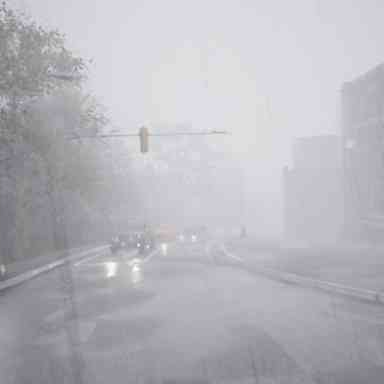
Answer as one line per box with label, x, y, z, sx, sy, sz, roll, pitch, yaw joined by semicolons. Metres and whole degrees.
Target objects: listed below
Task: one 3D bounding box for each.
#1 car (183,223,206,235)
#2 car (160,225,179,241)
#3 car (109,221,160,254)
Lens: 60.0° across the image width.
car;0.376;4.804;43.862;1.882;1.535;5.008;-1;-4;21
car;-2.699;4.071;33.432;1.882;1.535;5.008;-1;-4;13
car;-4.053;3.102;23.476;2.150;2.045;5.566;-2;-4;4
